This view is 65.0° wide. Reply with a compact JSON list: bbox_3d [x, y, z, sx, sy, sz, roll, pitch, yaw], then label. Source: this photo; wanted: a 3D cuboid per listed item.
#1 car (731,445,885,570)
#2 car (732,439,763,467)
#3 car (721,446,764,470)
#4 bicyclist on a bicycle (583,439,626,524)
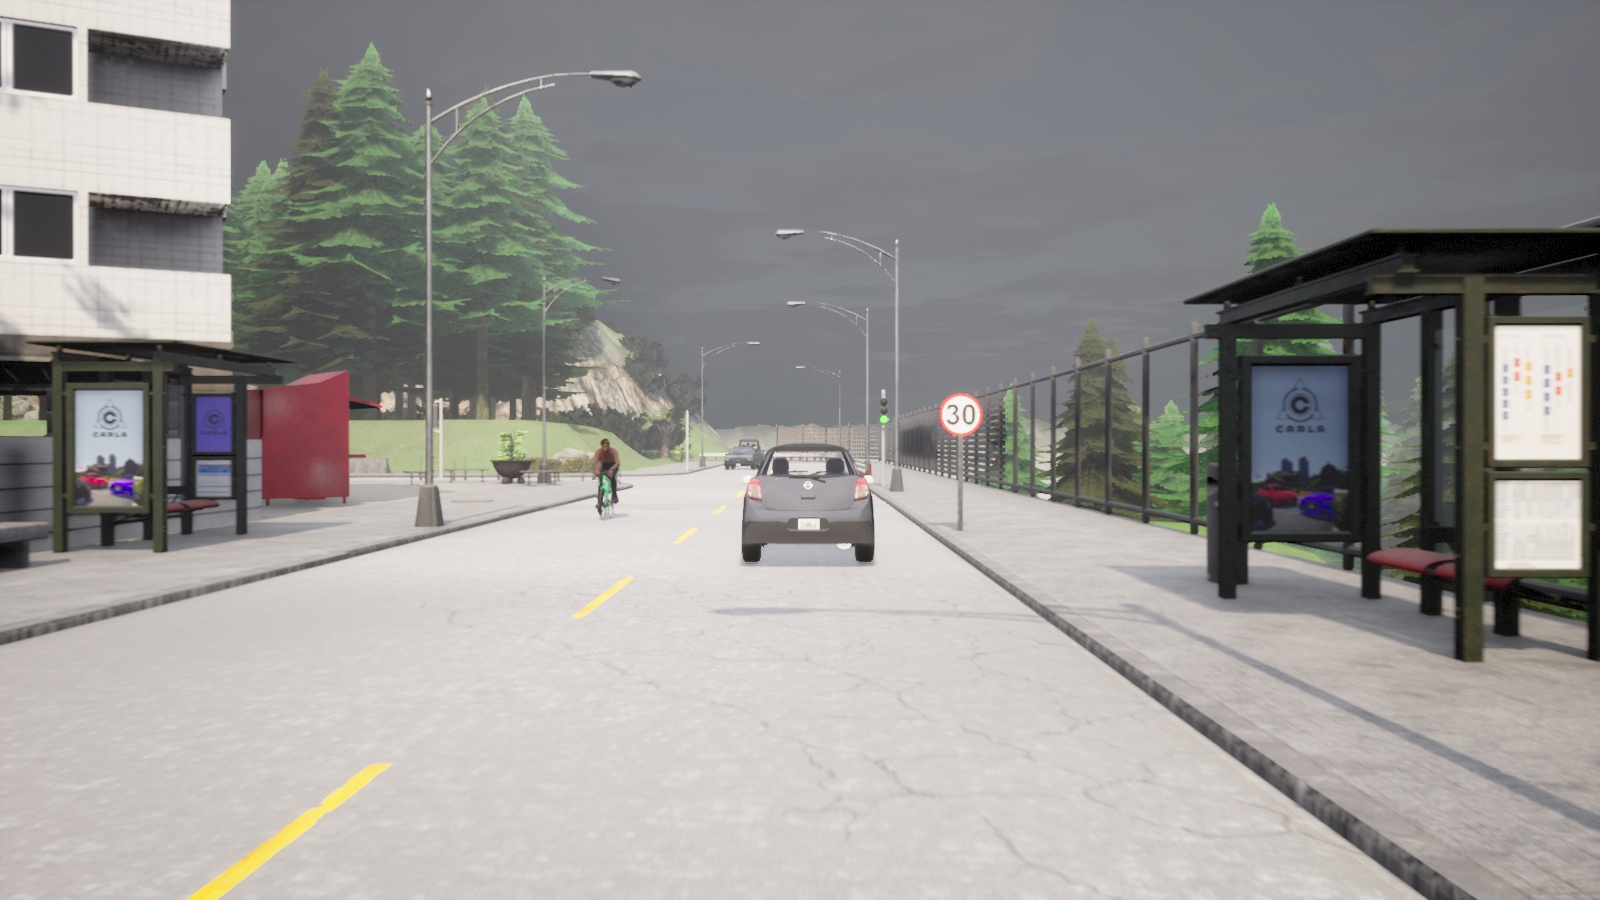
[{"bbox_3d":[0.106,0.690,16.960,1.845,1.501,3.633,0,0,0],"label":"car"},{"bbox_3d":[-3.529,0.180,85.516,1.905,1.878,3.866,0,0,0],"label":"car"},{"bbox_3d":[-3.472,0.470,76.457,2.033,1.411,5.357,0,0,3],"label":"car"},{"bbox_3d":[-3.852,0.592,24.846,0.582,1.620,1.656,0,1,0],"label":"bicyclist on a bicycle"}]
